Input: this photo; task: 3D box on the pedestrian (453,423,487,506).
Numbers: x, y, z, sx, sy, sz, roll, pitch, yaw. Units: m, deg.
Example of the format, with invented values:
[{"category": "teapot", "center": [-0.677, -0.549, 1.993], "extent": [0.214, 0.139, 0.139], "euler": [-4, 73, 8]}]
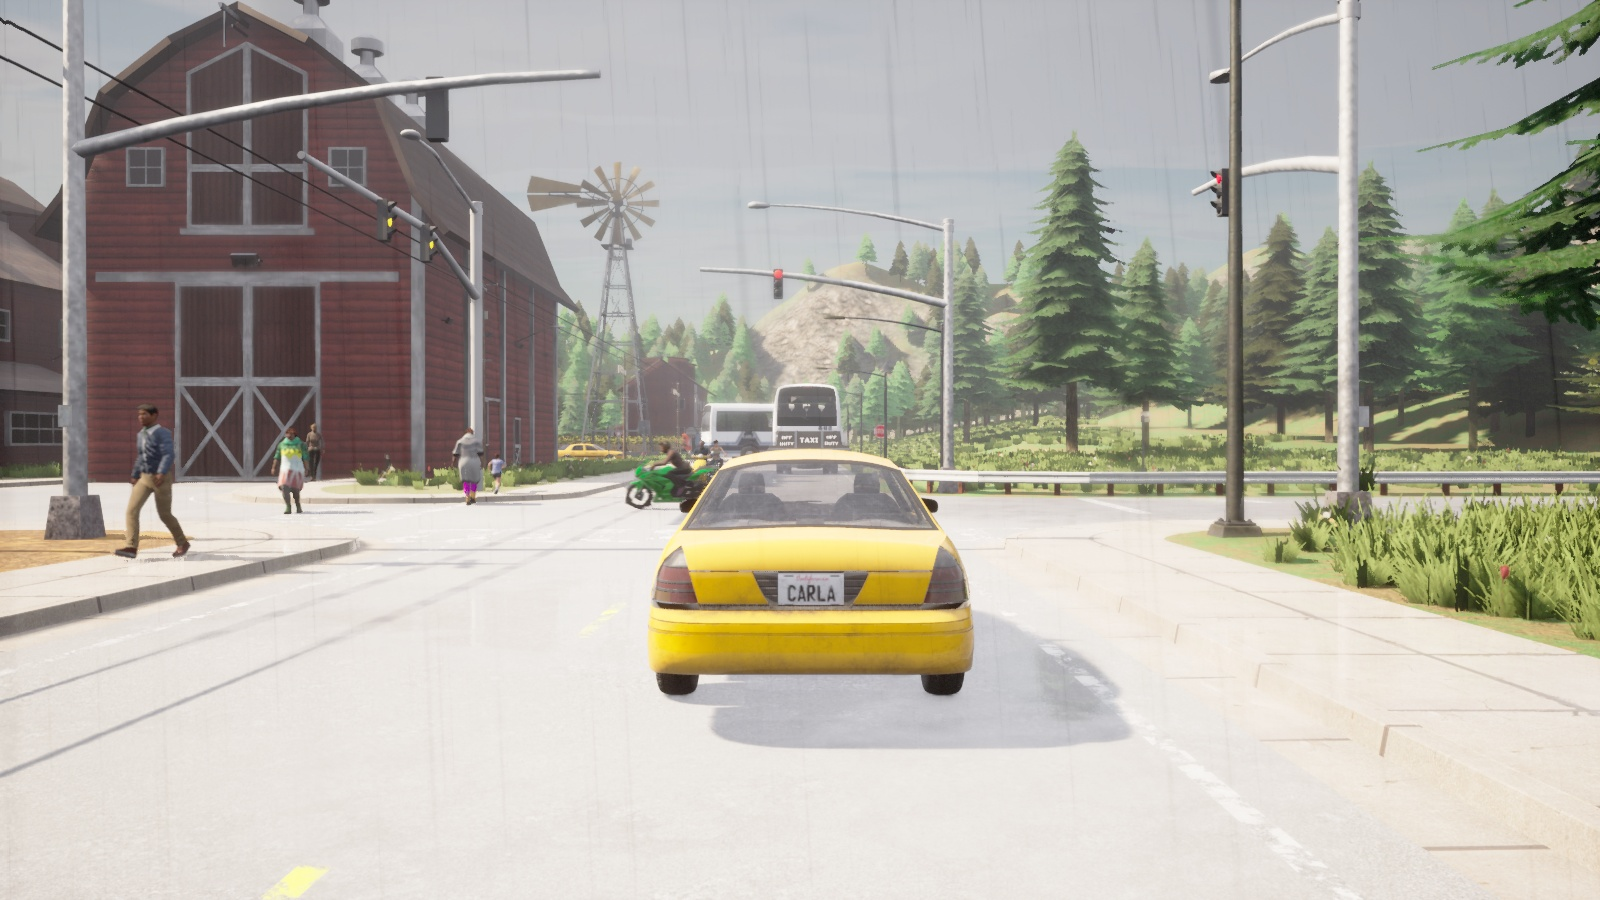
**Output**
[{"category": "pedestrian", "center": [-7.875, 0.343, 29.964], "extent": [0.659, 1.952, 0.873], "euler": [0, 0, -6]}]

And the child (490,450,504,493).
[{"category": "child", "center": [-7.856, 0.563, 32.585], "extent": [0.255, 1.110, 0.394], "euler": [0, 0, 3]}]

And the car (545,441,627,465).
[{"category": "car", "center": [-14.734, 0.188, 86.781], "extent": [5.366, 1.575, 1.801], "euler": [0, 0, -1]}]

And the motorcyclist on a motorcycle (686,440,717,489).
[{"category": "motorcyclist on a motorcycle", "center": [-3.259, 0.462, 41.690], "extent": [0.866, 1.590, 1.817], "euler": [0, 0, 0]}]

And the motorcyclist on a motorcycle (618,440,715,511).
[{"category": "motorcyclist on a motorcycle", "center": [-2.916, 0.557, 27.535], "extent": [2.044, 1.523, 0.797], "euler": [0, 0, -1]}]

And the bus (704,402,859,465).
[{"category": "bus", "center": [-1.359, -1.129, 88.903], "extent": [10.273, 4.253, 3.944], "euler": [0, 0, -16]}]

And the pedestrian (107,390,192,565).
[{"category": "pedestrian", "center": [-7.453, 0.306, 14.404], "extent": [0.423, 1.949, 0.788], "euler": [0, 0, 21]}]

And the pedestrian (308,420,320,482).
[{"category": "pedestrian", "center": [-14.766, 0.033, 38.144], "extent": [0.331, 1.846, 0.634], "euler": [0, 0, -19]}]

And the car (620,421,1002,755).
[{"category": "car", "center": [0.063, 0.637, 8.603], "extent": [1.801, 1.575, 5.366], "euler": [0, 0, 0]}]

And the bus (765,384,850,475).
[{"category": "bus", "center": [0.361, -0.989, 63.582], "extent": [3.944, 4.253, 10.273], "euler": [0, 0, 0]}]

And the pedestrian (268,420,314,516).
[{"category": "pedestrian", "center": [-10.568, 0.366, 26.086], "extent": [0.659, 1.952, 0.873], "euler": [0, 0, -4]}]
